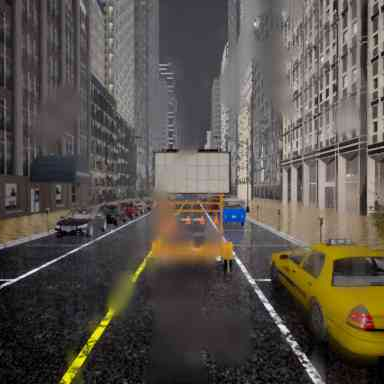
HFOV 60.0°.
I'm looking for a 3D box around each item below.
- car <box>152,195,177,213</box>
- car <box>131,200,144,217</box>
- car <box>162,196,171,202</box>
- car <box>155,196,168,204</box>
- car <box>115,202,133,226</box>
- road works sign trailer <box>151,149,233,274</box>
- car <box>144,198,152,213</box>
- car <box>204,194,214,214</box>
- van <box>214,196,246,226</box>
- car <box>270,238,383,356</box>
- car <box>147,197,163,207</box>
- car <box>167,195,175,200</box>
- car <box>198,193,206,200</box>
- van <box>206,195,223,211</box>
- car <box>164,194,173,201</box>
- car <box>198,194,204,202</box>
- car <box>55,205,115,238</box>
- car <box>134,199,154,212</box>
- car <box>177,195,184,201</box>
[{"bbox_3d":[-3.094,1.343,37.057,2.097,1.767,4.553,0,0,0],"label":"car"},{"bbox_3d":[-5.693,1.538,28.838,1.887,1.381,4.507,-1,0,0],"label":"car"},{"bbox_3d":[-5.685,1.563,74.307,1.802,1.307,4.206,-1,0,0],"label":"car"},{"bbox_3d":[-5.687,1.535,62.940,2.008,1.369,4.403,-1,0,0],"label":"car"},{"bbox_3d":[-5.694,1.560,23.155,1.947,1.339,4.313,-1,0,0],"label":"car"},{"bbox_3d":[0.003,0.462,10.502,2.380,3.560,2.880,0,0,0],"label":"road works sign trailer"},{"bbox_3d":[-5.693,1.543,34.522,2.008,1.369,4.403,-1,0,0],"label":"car"},{"bbox_3d":[2.686,1.307,34.520,2.192,1.841,5.009,-1,0,0],"label":"car"},{"bbox_3d":[2.685,1.336,23.153,1.690,1.788,3.998,-1,0,0],"label":"van"},{"bbox_3d":[2.684,1.524,6.272,1.752,1.417,4.829,-1,0,0],"label":"car"},{"bbox_3d":[-5.690,1.538,51.573,2.008,1.369,4.403,-1,0,0],"label":"car"},{"bbox_3d":[-5.683,1.501,91.189,1.752,1.417,4.829,-1,0,0],"label":"car"},{"bbox_3d":[2.695,1.290,91.357,2.192,1.841,5.009,-1,0,0],"label":"car"},{"bbox_3d":[2.687,1.332,40.204,1.690,1.788,3.998,-1,0,0],"label":"van"},{"bbox_3d":[-5.686,1.419,79.991,1.967,1.590,4.097,-1,0,0],"label":"car"},{"bbox_3d":[2.693,1.535,62.938,2.008,1.369,4.403,-1,0,0],"label":"car"},{"bbox_3d":[-5.695,1.547,17.471,2.008,1.369,4.403,-1,0,0],"label":"car"},{"bbox_3d":[-5.691,1.572,40.206,1.802,1.307,4.206,-1,0,0],"label":"car"},{"bbox_3d":[-2.987,1.543,83.786,1.994,1.385,4.181,0,0,0],"label":"car"}]
